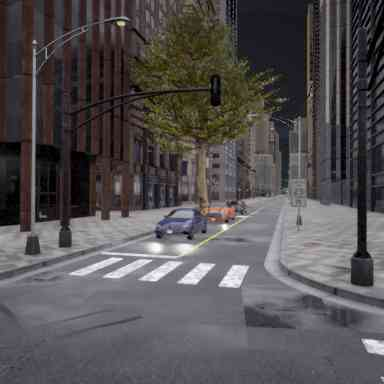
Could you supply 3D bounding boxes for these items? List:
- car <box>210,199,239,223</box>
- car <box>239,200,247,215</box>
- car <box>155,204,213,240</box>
[{"bbox_3d":[2.228,1.499,27.240,2.097,1.767,4.553,0,0,16],"label":"car"},{"bbox_3d":[5.060,1.718,37.197,1.837,1.490,4.892,0,0,16],"label":"car"},{"bbox_3d":[-0.415,1.619,17.922,1.812,1.442,4.674,0,0,16],"label":"car"}]
